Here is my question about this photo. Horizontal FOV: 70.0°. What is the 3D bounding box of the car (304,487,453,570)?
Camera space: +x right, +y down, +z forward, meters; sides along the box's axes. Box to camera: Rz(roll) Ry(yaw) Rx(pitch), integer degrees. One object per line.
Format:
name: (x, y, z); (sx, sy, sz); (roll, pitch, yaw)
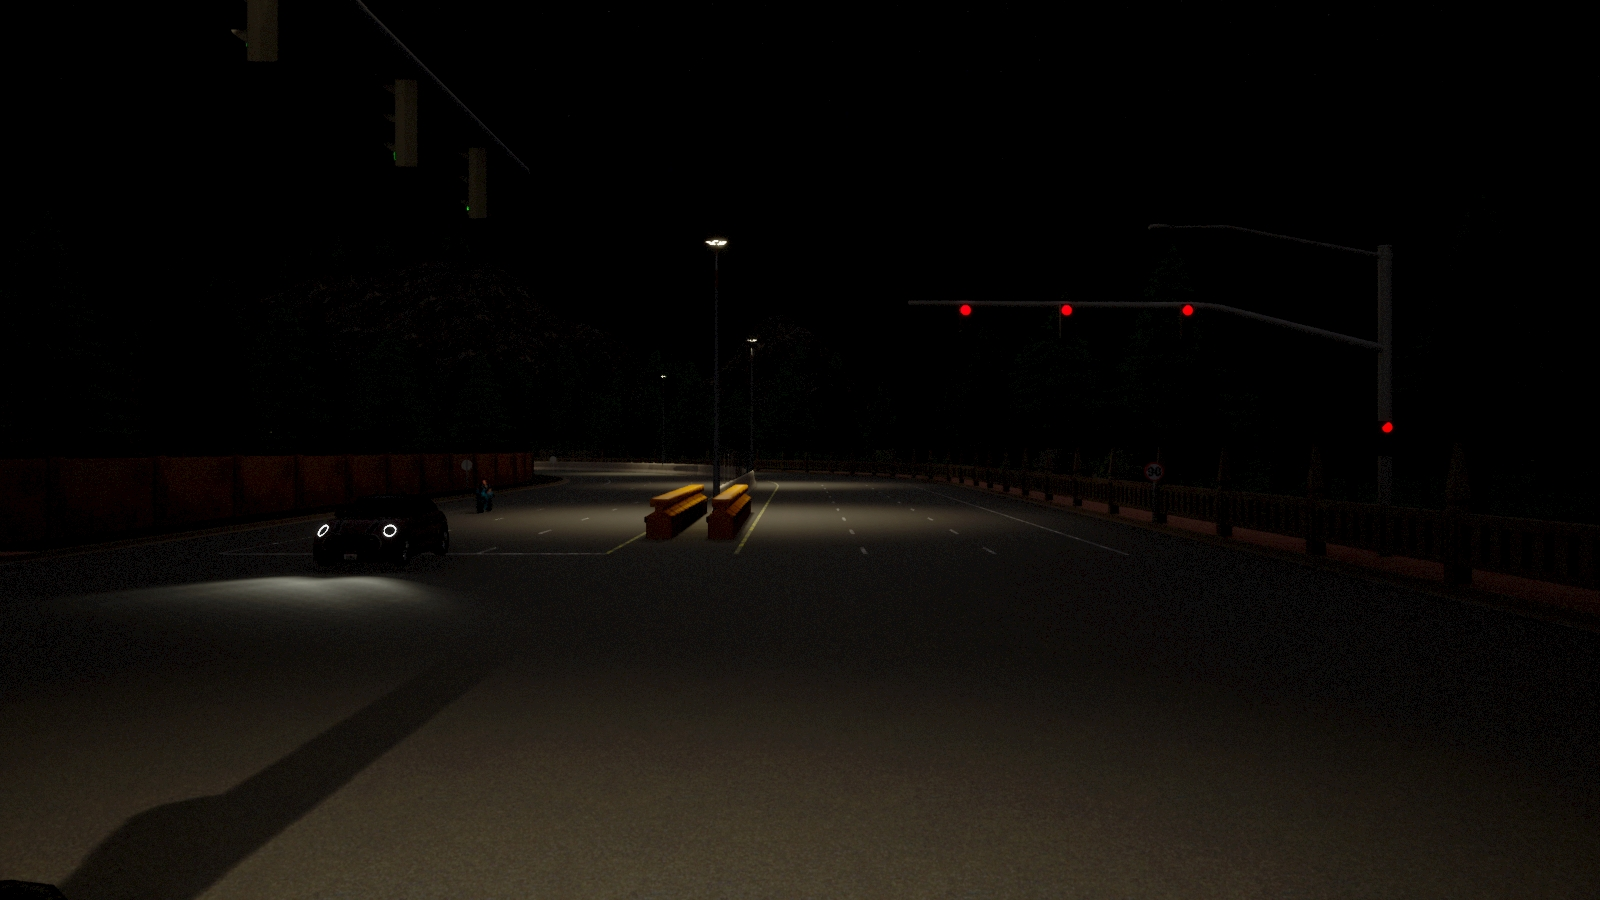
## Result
car: (-10.504, 1.906, 28.861); (2.097, 1.767, 4.553); (0, 0, 0)
